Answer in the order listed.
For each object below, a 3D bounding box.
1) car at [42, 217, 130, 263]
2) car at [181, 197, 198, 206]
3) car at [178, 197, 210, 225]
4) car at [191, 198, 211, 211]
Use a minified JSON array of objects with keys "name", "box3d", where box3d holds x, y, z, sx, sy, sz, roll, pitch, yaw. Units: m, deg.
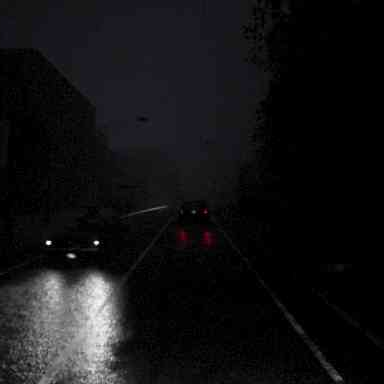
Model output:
[{"name":"car","box3d":[-3.593,1.608,12.145,1.895,1.301,4.718,0,0,0]},{"name":"car","box3d":[-0.438,1.573,55.530,1.812,1.442,4.674,-1,0,12]},{"name":"car","box3d":[0.135,1.366,24.230,2.097,1.767,4.553,0,0,0]},{"name":"car","box3d":[1.194,1.547,42.628,2.033,1.411,5.357,-1,0,7]}]
